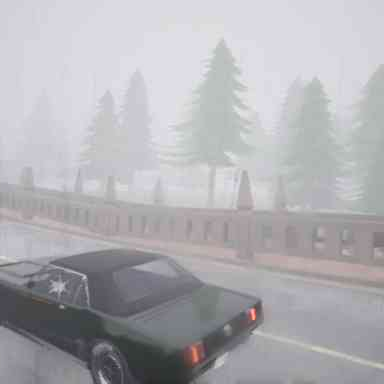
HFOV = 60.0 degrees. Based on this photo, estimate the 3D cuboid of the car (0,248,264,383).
[{"bbox_3d":[-1.469,1.552,5.039,4.718,1.301,1.895,1,1,35],"label":"car"}]
